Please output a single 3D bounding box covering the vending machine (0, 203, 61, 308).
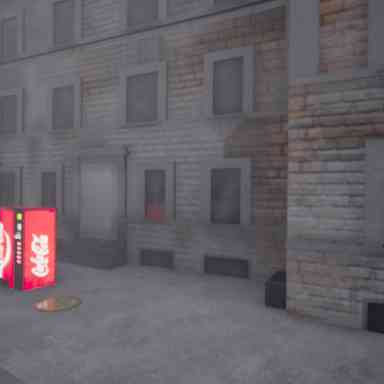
[{"bbox_3d":[-3.723,1.324,7.506,0.880,2.100,1.100,1,1,35],"label":"vending machine"}]
